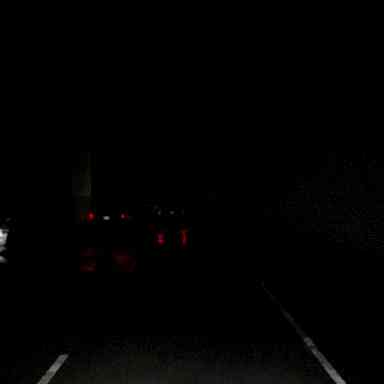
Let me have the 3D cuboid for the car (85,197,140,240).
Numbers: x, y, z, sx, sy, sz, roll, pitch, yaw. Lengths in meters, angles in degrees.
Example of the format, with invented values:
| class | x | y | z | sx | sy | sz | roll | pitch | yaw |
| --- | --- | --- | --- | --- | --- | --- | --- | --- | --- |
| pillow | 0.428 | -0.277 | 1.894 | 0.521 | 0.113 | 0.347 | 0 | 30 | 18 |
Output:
| class | x | y | z | sx | sy | sz | roll | pitch | yaw |
| --- | --- | --- | --- | --- | --- | --- | --- | --- | --- |
| car | -4.135 | 1.263 | 17.566 | 2.150 | 2.045 | 5.566 | 0 | 0 | -6 |

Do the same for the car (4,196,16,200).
| class | x | y | z | sx | sy | sz | roll | pitch | yaw |
| --- | --- | --- | --- | --- | --- | --- | --- | --- | --- |
| car | -31.951 | 1.489 | 60.030 | 4.553 | 1.767 | 2.097 | 0 | 0 | 35 |

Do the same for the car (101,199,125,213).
| class | x | y | z | sx | sy | sz | roll | pitch | yaw |
| --- | --- | --- | --- | --- | --- | --- | --- | --- | --- |
| car | -9.395 | 1.583 | 39.173 | 2.128 | 1.511 | 4.902 | 0 | 0 | -20 |

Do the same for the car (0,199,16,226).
| class | x | y | z | sx | sy | sz | roll | pitch | yaw |
| --- | --- | --- | --- | --- | --- | --- | --- | --- | --- |
| car | -12.499 | 1.548 | 24.058 | 2.128 | 1.511 | 4.902 | 0 | 0 | -12 |

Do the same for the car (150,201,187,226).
| class | x | y | z | sx | sy | sz | roll | pitch | yaw |
| --- | --- | --- | --- | --- | --- | --- | --- | --- | --- |
| car | -1.708 | 1.411 | 24.412 | 2.097 | 1.767 | 4.553 | 0 | 0 | -10 |

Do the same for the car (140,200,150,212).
| class | x | y | z | sx | sy | sz | roll | pitch | yaw |
| --- | --- | --- | --- | --- | --- | --- | --- | --- | --- |
| car | -6.260 | 1.643 | 40.853 | 2.033 | 1.411 | 5.357 | 0 | 0 | -21 |
